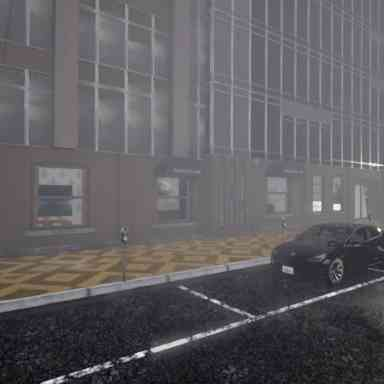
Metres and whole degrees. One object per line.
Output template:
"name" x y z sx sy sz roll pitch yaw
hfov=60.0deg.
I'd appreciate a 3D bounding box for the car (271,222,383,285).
"car" 4.157 1.567 9.526 4.313 1.339 1.947 0 0 -36
